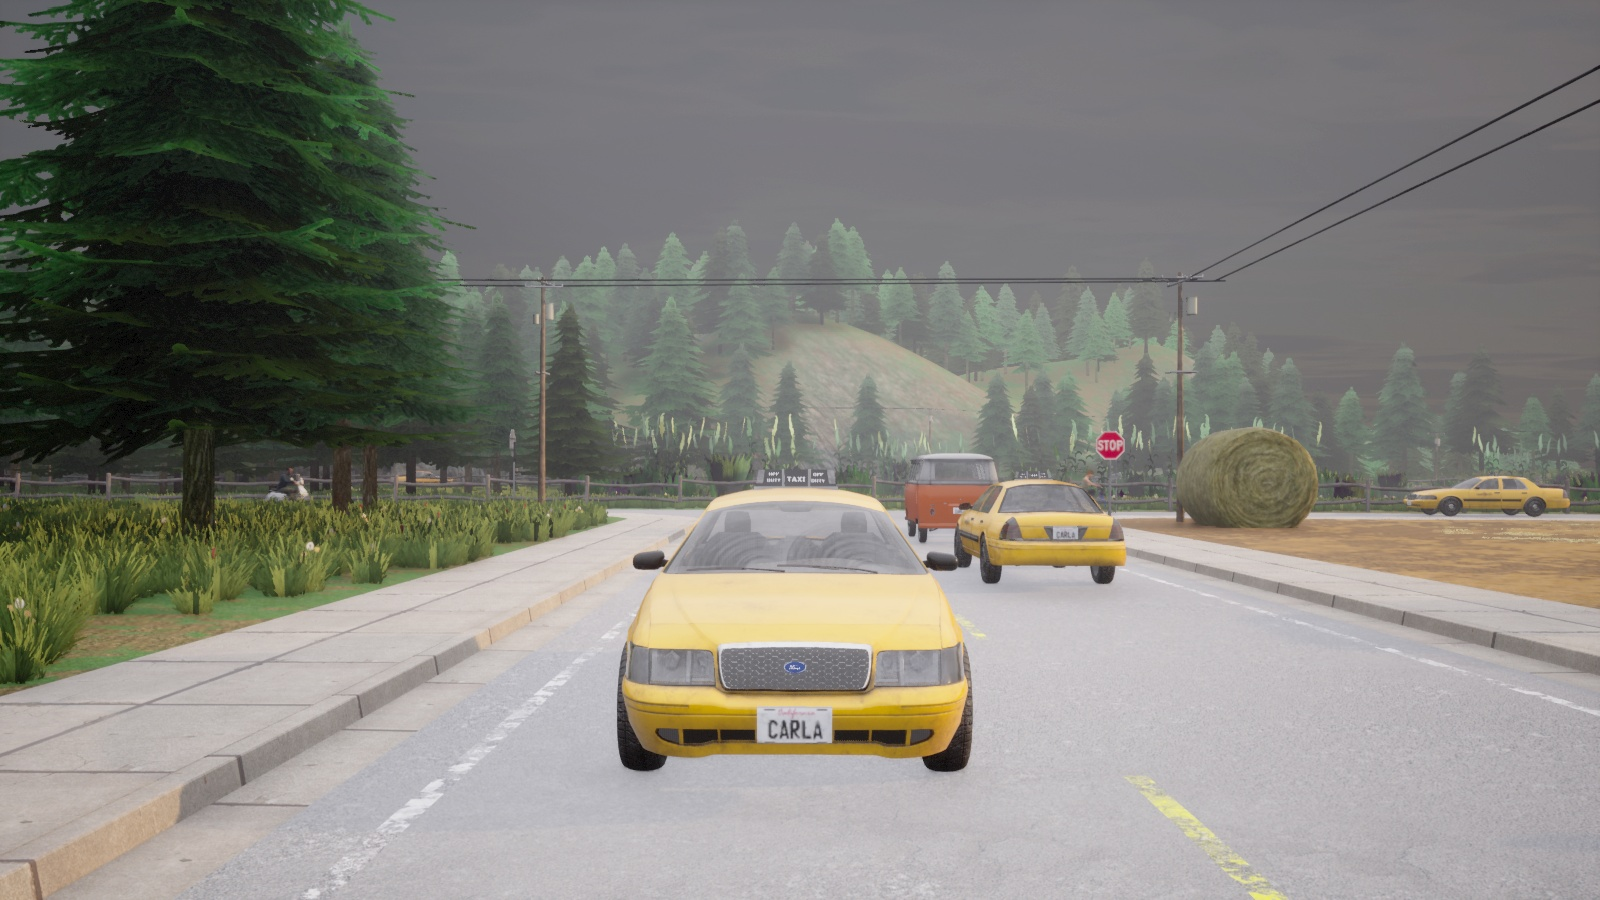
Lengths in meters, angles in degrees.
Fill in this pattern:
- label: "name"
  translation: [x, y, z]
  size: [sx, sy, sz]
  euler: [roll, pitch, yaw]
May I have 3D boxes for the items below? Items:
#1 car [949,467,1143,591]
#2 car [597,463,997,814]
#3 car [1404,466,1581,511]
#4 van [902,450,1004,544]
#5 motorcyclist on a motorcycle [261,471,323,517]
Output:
- label: "car"
  translation: [3.451, 1.053, 18.681]
  size: [1.801, 1.575, 5.366]
  euler: [0, -1, 0]
- label: "car"
  translation: [-0.022, 0.894, 8.352]
  size: [1.801, 1.575, 5.366]
  euler: [0, -1, 0]
- label: "car"
  translation: [24.997, 1.380, 45.474]
  size: [5.366, 1.575, 1.801]
  euler: [0, -1, 3]
- label: "van"
  translation: [3.424, 1.038, 28.899]
  size: [1.775, 1.987, 4.442]
  euler: [0, -1, 0]
- label: "motorcyclist on a motorcycle"
  translation: [-17.766, 1.540, 43.925]
  size: [1.817, 1.590, 0.866]
  euler: [0, -1, 2]
